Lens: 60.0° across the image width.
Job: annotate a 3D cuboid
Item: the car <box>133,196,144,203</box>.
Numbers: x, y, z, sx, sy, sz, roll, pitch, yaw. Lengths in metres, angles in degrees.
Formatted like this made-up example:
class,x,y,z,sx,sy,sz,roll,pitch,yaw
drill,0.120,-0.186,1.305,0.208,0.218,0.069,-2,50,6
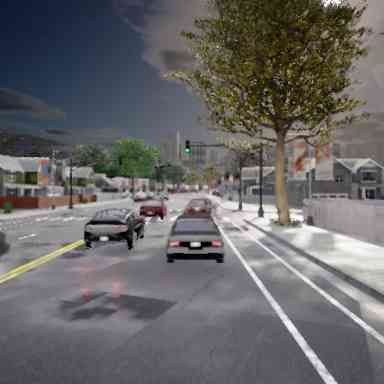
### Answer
class,x,y,z,sx,sy,sz,roll,pitch,yaw
car,-9.683,1.377,61.841,1.895,1.301,4.718,0,0,1

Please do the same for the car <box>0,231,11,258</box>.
class,x,y,z,sx,sy,sz,roll,pitch,yaw
car,-6.585,1.523,8.033,2.033,1.411,5.357,0,0,0

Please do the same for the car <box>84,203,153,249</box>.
class,x,y,z,sx,sy,sz,roll,pitch,yaw
car,-3.136,1.447,14.270,2.128,1.511,4.902,0,0,0

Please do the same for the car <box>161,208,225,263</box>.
class,x,y,z,sx,sy,sz,roll,pitch,yaw
car,0.107,1.512,11.835,2.033,1.411,5.357,0,0,0

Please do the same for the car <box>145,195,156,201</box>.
class,x,y,z,sx,sy,sz,roll,pitch,yaw
car,-9.640,1.298,77.153,1.895,1.301,4.718,0,0,0

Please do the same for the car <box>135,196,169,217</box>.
class,x,y,z,sx,sy,sz,roll,pitch,yaw
car,-3.124,1.392,27.389,1.882,1.535,5.008,0,0,0

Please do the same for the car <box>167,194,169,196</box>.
class,x,y,z,sx,sy,sz,roll,pitch,yaw
car,-6.389,1.180,77.195,1.882,1.535,5.008,0,0,0

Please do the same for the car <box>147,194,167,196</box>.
class,x,y,z,sx,sy,sz,roll,pitch,yaw
car,-6.445,1.267,61.981,2.128,1.511,4.902,0,0,1

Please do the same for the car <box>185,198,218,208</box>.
class,x,y,z,sx,sy,sz,roll,pitch,yaw
car,0.818,1.270,26.327,2.097,1.767,4.553,0,0,12
